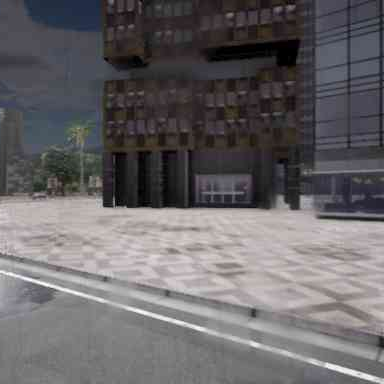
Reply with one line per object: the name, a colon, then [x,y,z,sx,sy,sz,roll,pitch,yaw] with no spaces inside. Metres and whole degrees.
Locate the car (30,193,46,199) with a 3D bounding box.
car: [-39.635,1.085,85.628,1.812,1.442,4.674,0,1,10]
